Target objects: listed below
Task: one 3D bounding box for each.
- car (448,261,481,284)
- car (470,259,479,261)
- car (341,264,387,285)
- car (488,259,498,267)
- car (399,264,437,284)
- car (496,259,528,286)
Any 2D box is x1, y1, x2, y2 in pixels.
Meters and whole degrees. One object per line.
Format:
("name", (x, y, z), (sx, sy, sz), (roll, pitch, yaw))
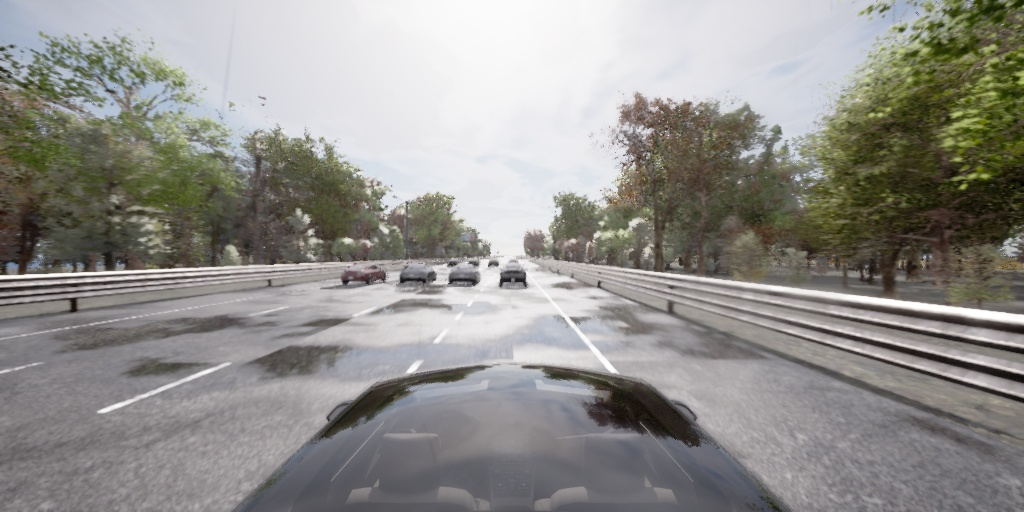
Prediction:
("car", (-3.416, 1.292, 26.470), (1.994, 1.385, 4.181), (0, 0, 0))
("car", (-6.751, 1.207, 64.995), (1.837, 1.490, 4.892), (0, 0, 0))
("car", (-10.423, 1.254, 25.488), (1.812, 1.442, 4.674), (0, 0, 0))
("car", (-3.253, 1.207, 65.333), (1.837, 1.490, 4.892), (0, 0, 0))
("car", (-6.916, 1.292, 26.720), (1.994, 1.385, 4.181), (0, 0, 0))
("car", (0.081, 1.236, 25.308), (1.837, 1.490, 4.892), (0, 1, 0))
